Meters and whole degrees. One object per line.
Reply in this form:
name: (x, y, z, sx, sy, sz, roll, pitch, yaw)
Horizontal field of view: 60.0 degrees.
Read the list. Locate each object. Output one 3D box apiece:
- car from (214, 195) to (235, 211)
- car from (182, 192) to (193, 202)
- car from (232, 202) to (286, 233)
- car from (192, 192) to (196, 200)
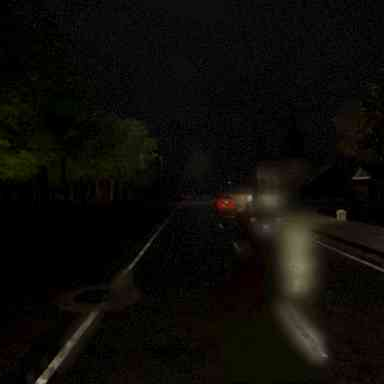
car: (3.592, 1.110, 36.895, 2.097, 1.767, 4.553, 0, 0, 0)
car: (-1.241, 1.360, 73.397, 1.882, 1.535, 5.008, 0, 0, 0)
car: (3.596, 1.416, 18.204, 1.895, 1.301, 4.718, 0, 1, 0)
car: (-0.018, 1.077, 92.036, 2.150, 2.045, 5.566, 0, 0, 0)
